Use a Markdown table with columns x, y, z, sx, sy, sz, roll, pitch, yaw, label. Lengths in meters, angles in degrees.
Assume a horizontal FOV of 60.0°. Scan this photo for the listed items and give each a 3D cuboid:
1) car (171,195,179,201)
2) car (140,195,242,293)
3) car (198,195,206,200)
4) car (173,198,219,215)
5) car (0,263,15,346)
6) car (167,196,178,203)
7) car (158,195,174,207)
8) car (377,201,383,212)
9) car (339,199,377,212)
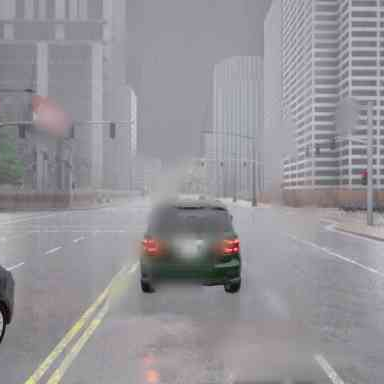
| x | y | z | sx | sy | sz | roll | pitch | yaw | label |
| --- | --- | --- | --- | --- | --- | --- | --- | --- | --- |
| -4.199 | 1.493 | 81.753 | 1.837 | 1.490 | 4.892 | 0 | 0 | 0 | car |
| -0.022 | 1.221 | 9.003 | 2.150 | 2.045 | 5.566 | 0 | 0 | 0 | car |
| 2.724 | 1.500 | 90.613 | 1.837 | 1.490 | 4.892 | 0 | 0 | 0 | car |
| 0.316 | 1.477 | 34.906 | 1.882 | 1.535 | 5.008 | -1 | 1 | -42 | car |
| -3.616 | 1.505 | 3.180 | 1.837 | 1.490 | 4.892 | 0 | 0 | -1 | car |
| -4.092 | 1.547 | 69.413 | 2.033 | 1.411 | 5.357 | 0 | 0 | 0 | car |
| -4.034 | 1.355 | 52.264 | 2.097 | 1.767 | 4.553 | 0 | 0 | 0 | car |
| 22.129 | 1.477 | 33.907 | 5.008 | 1.535 | 1.882 | 0 | 0 | -1 | car |
| 19.460 | 1.547 | 37.372 | 5.357 | 1.411 | 2.033 | 0 | 0 | -1 | car |
